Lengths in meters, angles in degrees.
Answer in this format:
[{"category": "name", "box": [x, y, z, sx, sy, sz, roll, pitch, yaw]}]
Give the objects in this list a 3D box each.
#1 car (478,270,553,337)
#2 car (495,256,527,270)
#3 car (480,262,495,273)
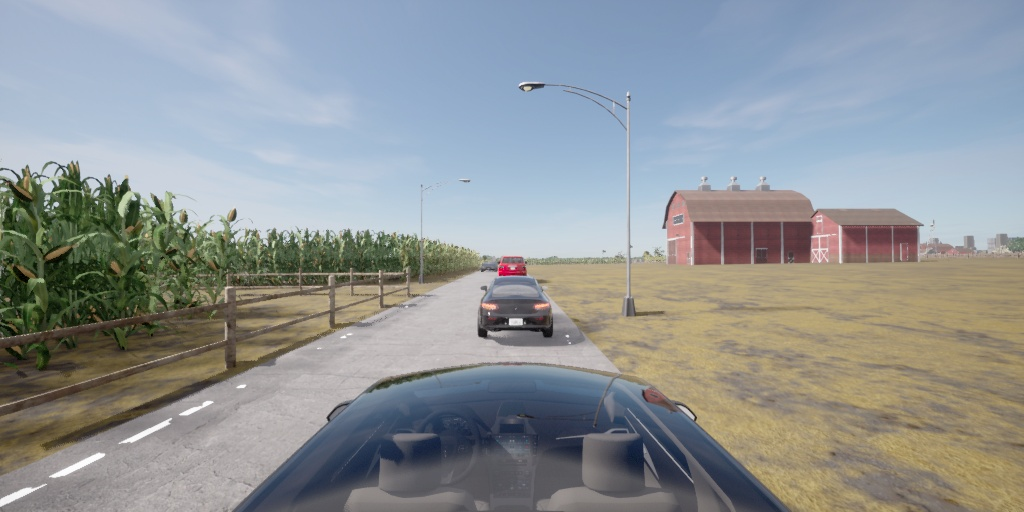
[{"category": "car", "box": [0.071, 1.280, 10.150, 1.812, 1.442, 4.674, 0, 0, 0]}, {"category": "car", "box": [0.045, 0.995, 28.635, 2.150, 2.045, 5.566, 0, 0, 0]}, {"category": "car", "box": [-2.923, 1.411, 46.143, 1.994, 1.385, 4.181, 0, 0, 0]}]
